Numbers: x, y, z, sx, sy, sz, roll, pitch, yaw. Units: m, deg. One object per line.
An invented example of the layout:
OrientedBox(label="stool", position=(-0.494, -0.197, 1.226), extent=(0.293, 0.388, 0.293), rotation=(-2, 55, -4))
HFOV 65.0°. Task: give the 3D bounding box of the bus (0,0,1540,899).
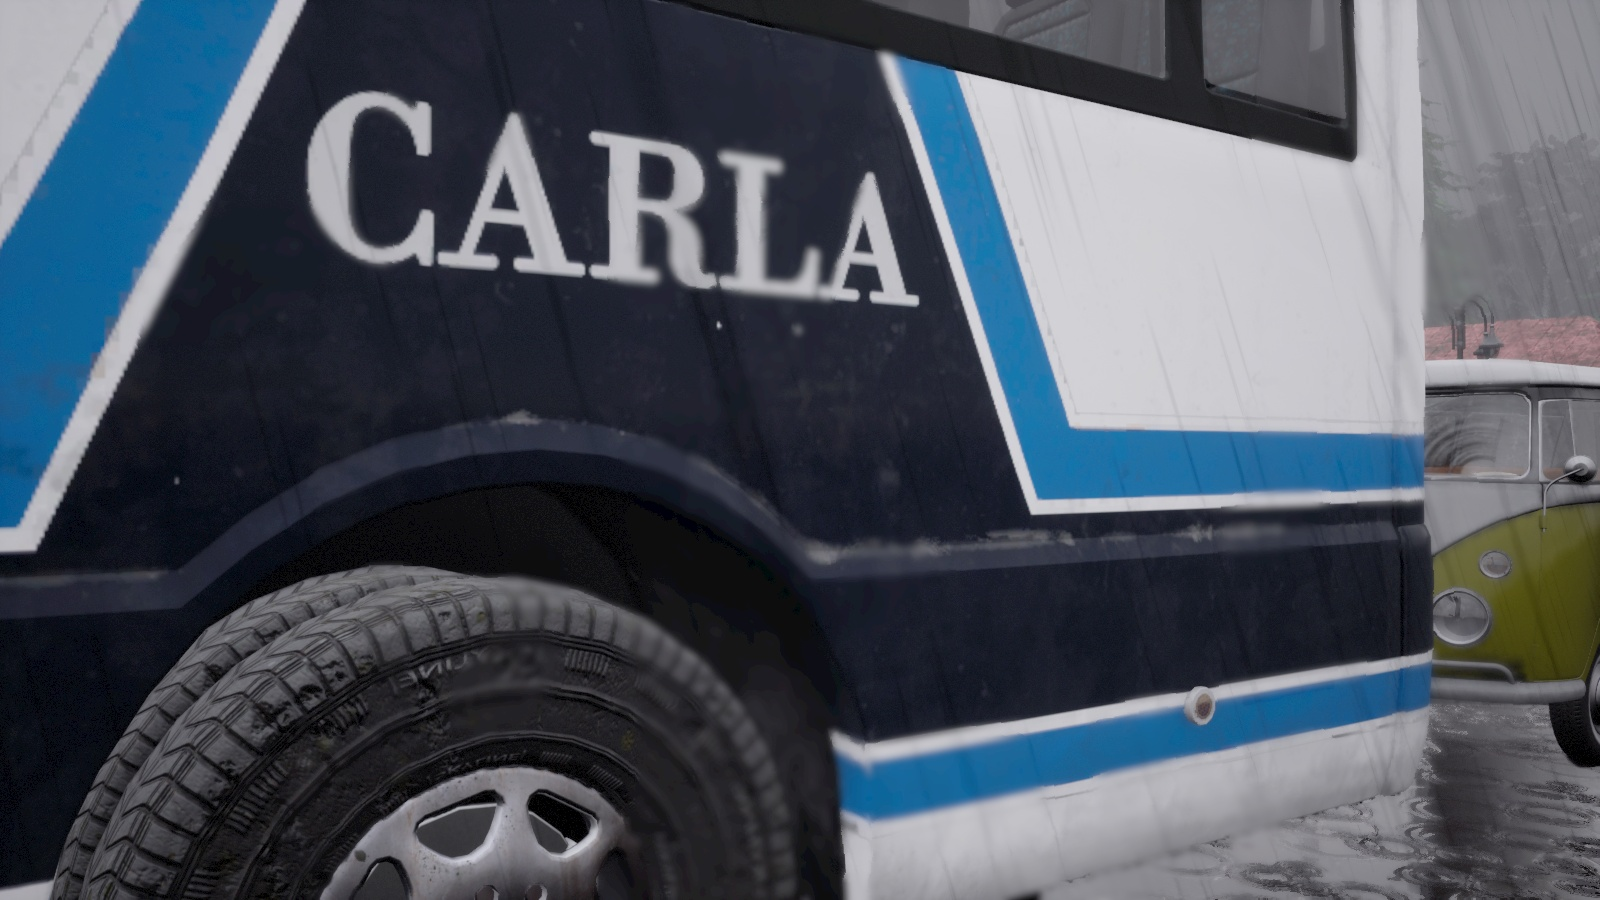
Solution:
OrientedBox(label="bus", position=(-3.492, -0.620, 1.849), extent=(10.273, 4.253, 3.944), rotation=(0, 0, -35))

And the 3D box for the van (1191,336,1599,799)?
OrientedBox(label="van", position=(4.460, 0.506, 7.382), extent=(4.442, 1.987, 1.775), rotation=(0, 0, -35))
